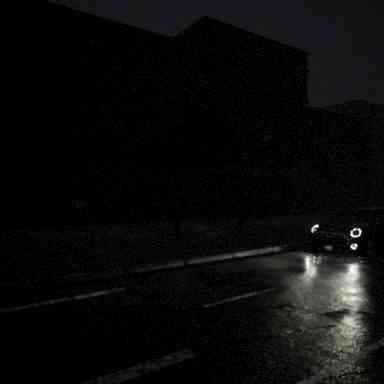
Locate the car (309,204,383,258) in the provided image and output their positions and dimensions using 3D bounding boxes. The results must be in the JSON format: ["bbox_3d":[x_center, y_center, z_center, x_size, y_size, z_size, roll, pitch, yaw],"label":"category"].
[{"bbox_3d":[6.603,1.372,12.949,4.553,1.767,2.097,0,0,-36],"label":"car"}]
